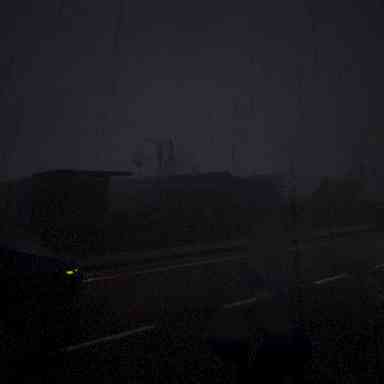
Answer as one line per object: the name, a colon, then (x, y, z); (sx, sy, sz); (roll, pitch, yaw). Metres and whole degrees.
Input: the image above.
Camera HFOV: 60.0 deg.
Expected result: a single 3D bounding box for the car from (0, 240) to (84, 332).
car: (-4.169, 1.526, 5.309); (4.674, 1.442, 1.812); (0, 0, -36)
